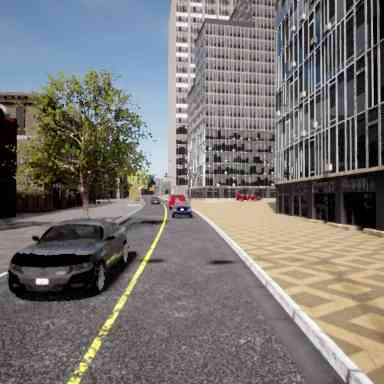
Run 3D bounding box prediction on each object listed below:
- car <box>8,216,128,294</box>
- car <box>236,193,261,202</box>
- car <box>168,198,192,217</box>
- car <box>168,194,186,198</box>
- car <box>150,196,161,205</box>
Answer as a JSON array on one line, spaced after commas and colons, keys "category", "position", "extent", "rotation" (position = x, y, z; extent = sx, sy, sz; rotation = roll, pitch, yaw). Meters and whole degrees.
[{"category": "car", "position": [-2.991, 1.480, 9.010], "extent": [1.882, 1.535, 5.008], "rotation": [0, 0, -1]}, {"category": "car", "position": [11.589, 1.213, 68.747], "extent": [5.009, 1.841, 2.192], "rotation": [0, -1, 13]}, {"category": "car", "position": [-0.996, 1.555, 31.033], "extent": [2.033, 1.411, 5.357], "rotation": [0, 0, -4]}, {"category": "car", "position": [-1.900, 1.230, 42.673], "extent": [2.150, 2.045, 5.566], "rotation": [0, 0, -5]}, {"category": "car", "position": [-6.406, 1.510, 58.239], "extent": [1.837, 1.490, 4.892], "rotation": [0, -1, -6]}]
